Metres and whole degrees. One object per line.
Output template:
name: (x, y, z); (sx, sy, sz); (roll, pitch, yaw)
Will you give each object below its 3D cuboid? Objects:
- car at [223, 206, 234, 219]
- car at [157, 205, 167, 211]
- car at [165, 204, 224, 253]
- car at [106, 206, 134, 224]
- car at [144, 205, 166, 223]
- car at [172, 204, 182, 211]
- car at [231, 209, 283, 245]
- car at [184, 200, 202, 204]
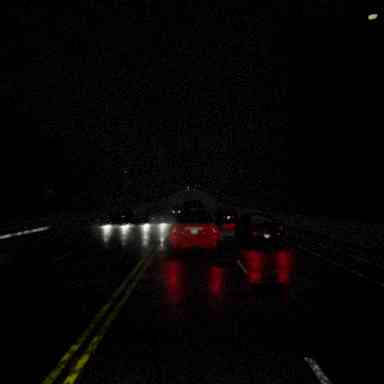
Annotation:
car: (3.341, 2.137, 32.720); (1.837, 1.490, 4.892); (0, -1, 0)
car: (-6.515, 3.397, 72.282); (1.895, 1.301, 4.718); (0, -2, 0)
car: (0.091, 1.594, 15.102); (2.097, 1.767, 4.553); (0, -1, 0)
car: (-6.604, 2.063, 30.906); (1.882, 1.535, 5.008); (0, -1, 0)
car: (-3.354, 2.100, 31.321); (1.837, 1.490, 4.892); (0, -1, 0)
car: (-3.265, 3.356, 72.314); (1.994, 1.385, 4.181); (0, -2, 0)
car: (3.343, 1.803, 17.126); (1.812, 1.442, 4.674); (0, -1, 0)
car: (0.092, 1.825, 31.612); (2.150, 2.045, 5.566); (0, -1, 0)
